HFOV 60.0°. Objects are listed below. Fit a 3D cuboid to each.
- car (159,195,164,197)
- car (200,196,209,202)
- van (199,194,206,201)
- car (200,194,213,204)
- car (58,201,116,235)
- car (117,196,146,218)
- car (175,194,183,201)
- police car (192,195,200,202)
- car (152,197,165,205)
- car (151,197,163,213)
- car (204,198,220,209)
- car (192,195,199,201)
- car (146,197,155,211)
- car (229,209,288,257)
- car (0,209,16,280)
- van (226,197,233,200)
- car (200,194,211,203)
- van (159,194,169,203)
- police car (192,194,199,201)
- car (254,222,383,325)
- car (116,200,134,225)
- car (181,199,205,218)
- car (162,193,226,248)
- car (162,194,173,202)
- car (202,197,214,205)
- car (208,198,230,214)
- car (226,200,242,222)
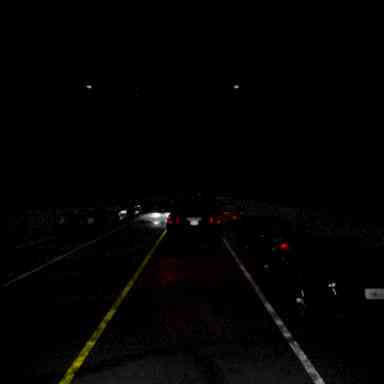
[{"bbox_3d":[-5.780,1.547,51.929,2.008,1.369,4.403,0,0,0],"label":"car"},{"bbox_3d":[2.737,1.534,74.552,1.752,1.417,4.829,0,0,0],"label":"car"},{"bbox_3d":[2.733,1.357,85.600,1.690,1.788,3.998,0,0,0],"label":"van"},{"bbox_3d":[2.741,1.317,63.163,2.192,1.841,5.009,0,0,0],"label":"car"},{"bbox_3d":[-5.767,1.434,18.272,1.967,1.590,4.097,0,0,0],"label":"car"},{"bbox_3d":[-5.771,1.308,29.491,2.192,1.841,5.009,0,0,0],"label":"car"},{"bbox_3d":[-3.027,1.204,78.439,1.882,1.535,5.008,0,0,0],"label":"car"},{"bbox_3d":[0.874,1.435,75.053,1.930,1.638,5.238,0,0,0],"label":"police car"},{"bbox_3d":[-5.782,1.581,57.538,1.802,1.307,4.206,0,0,0],"label":"car"},{"bbox_3d":[-3.110,1.594,37.678,1.895,1.301,4.718,0,0,0],"label":"car"},{"bbox_3d":[2.747,1.561,46.336,1.947,1.339,4.313,0,0,0],"label":"car"},{"bbox_3d":[0.871,1.542,84.943,1.812,1.442,4.674,0,0,0],"label":"car"},{"bbox_3d":[-5.776,1.559,40.710,1.947,1.339,4.313,0,0,0],"label":"car"},{"bbox_3d":[2.760,1.562,12.682,1.947,1.339,4.313,0,0,0],"label":"car"},{"bbox_3d":[-5.763,1.312,7.052,2.192,1.841,5.009,0,0,0],"label":"car"},{"bbox_3d":[2.754,1.334,29.509,1.690,1.788,3.998,0,0,0],"label":"van"},{"bbox_3d":[2.739,1.320,68.773,2.192,1.841,5.009,0,0,0],"label":"car"},{"bbox_3d":[-5.786,1.346,68.757,1.690,1.788,3.998,0,0,0],"label":"van"},{"bbox_3d":[0.868,1.446,91.053,1.930,1.638,5.238,0,0,0],"label":"police car"},{"bbox_3d":[2.762,1.563,7.072,1.947,1.339,4.313,0,0,0],"label":"car"},{"bbox_3d":[-5.770,1.544,23.882,2.008,1.369,4.403,0,0,0],"label":"car"},{"bbox_3d":[0.083,1.484,31.192,2.128,1.511,4.902,0,0,0],"label":"car"},{"bbox_3d":[0.091,1.217,14.935,2.150,2.045,5.566,0,0,0],"label":"car"},{"bbox_3d":[-5.790,1.327,79.976,2.192,1.841,5.009,0,0,0],"label":"car"},{"bbox_3d":[2.743,1.581,57.554,1.802,1.307,4.206,0,0,0],"label":"car"},{"bbox_3d":[2.752,1.433,35.118,1.967,1.590,4.097,0,0,0],"label":"car"},{"bbox_3d":[2.756,1.539,23.900,1.887,1.381,4.507,0,0,0],"label":"car"}]
